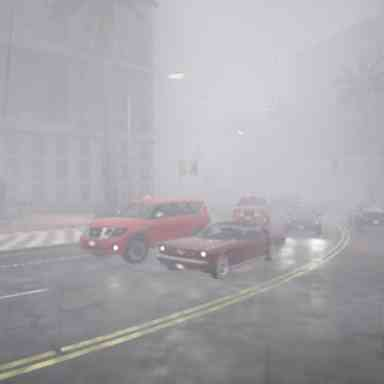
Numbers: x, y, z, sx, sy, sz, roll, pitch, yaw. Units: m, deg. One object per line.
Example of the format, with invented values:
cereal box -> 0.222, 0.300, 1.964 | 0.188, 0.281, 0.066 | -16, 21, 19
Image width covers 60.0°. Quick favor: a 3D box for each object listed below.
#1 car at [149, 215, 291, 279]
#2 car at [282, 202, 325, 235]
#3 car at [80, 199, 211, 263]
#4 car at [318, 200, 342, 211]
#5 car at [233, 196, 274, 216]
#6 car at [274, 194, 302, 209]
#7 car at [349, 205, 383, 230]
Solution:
car -> 1.113, 1.640, 10.426 | 1.895, 1.301, 4.718 | -1, 0, 40
car -> 6.524, 1.558, 19.198 | 1.812, 1.442, 4.674 | -1, 0, 23
car -> -1.446, 1.292, 12.780 | 2.150, 2.045, 5.566 | -1, 0, 40
car -> 16.122, 1.645, 40.467 | 1.895, 1.301, 4.718 | 0, 0, -7
car -> 4.257, 1.290, 23.025 | 2.150, 2.045, 5.566 | 0, 0, 16
car -> 12.136, 1.310, 43.078 | 2.150, 2.045, 5.566 | 0, 0, -11
car -> 11.067, 1.527, 20.851 | 1.812, 1.442, 4.674 | 0, 0, 19
